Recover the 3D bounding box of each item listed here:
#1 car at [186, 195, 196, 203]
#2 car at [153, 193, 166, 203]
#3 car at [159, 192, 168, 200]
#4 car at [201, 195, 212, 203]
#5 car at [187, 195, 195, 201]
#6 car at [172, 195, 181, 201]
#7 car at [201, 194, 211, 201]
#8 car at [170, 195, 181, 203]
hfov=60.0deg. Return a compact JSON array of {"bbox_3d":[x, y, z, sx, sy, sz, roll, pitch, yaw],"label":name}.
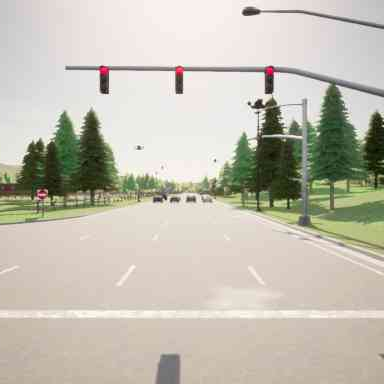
[{"bbox_3d":[-0.164,1.346,70.720,2.097,1.767,4.553,0,0,0],"label":"car"},{"bbox_3d":[-7.163,1.469,70.350,1.882,1.535,5.008,0,0,0],"label":"car"},{"bbox_3d":[-7.187,1.057,80.800,2.150,2.045,5.566,0,0,0],"label":"car"},{"bbox_3d":[3.336,1.516,70.791,1.812,1.442,4.674,0,0,0],"label":"car"},{"bbox_3d":[-0.187,1.385,80.786,1.994,1.385,4.181,0,0,0],"label":"car"},{"bbox_3d":[-3.687,1.427,80.808,1.895,1.301,4.718,0,0,0],"label":"car"},{"bbox_3d":[3.313,1.357,80.794,2.128,1.511,4.902,0,0,0],"label":"car"},{"bbox_3d":[-3.663,1.492,70.358,1.837,1.490,4.892,0,0,0],"label":"car"}]
